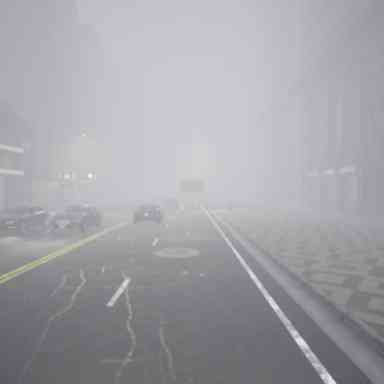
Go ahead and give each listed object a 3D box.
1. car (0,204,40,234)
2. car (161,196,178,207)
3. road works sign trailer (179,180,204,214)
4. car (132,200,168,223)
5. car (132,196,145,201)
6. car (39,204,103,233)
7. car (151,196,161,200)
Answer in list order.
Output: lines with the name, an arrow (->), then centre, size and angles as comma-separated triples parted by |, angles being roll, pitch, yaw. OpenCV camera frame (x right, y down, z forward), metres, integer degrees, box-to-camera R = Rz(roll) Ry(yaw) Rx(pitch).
car -> -9.854, 1.485, 19.157 | 1.837, 1.490, 4.892 | 0, 0, 0
car -> -3.163, 1.428, 49.713 | 1.882, 1.535, 5.008 | 0, 0, 0
road works sign trailer -> 0.005, 0.429, 34.573 | 2.380, 3.560, 2.880 | 0, 0, 0
car -> -3.156, 1.538, 25.033 | 1.994, 1.385, 4.181 | 0, 0, 0
car -> -9.794, 1.419, 61.365 | 1.882, 1.535, 5.008 | 0, 0, 0
car -> -6.603, 1.471, 19.400 | 2.128, 1.511, 4.902 | 0, 0, 0
car -> -6.548, 1.503, 61.488 | 1.994, 1.385, 4.181 | 0, 0, 1
